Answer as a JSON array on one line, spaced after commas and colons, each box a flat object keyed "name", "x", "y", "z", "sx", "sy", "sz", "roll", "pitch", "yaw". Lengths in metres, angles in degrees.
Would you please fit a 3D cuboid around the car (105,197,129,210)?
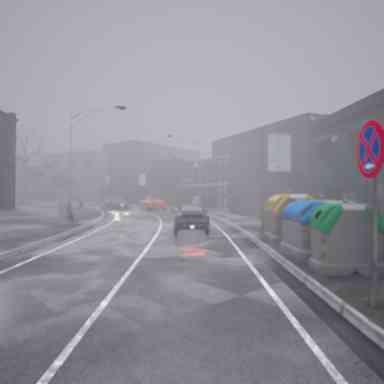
[{"name": "car", "x": -8.828, "y": 1.296, "z": 39.011, "sx": 2.128, "sy": 1.511, "sz": 4.902, "roll": 1, "pitch": 0, "yaw": -29}]

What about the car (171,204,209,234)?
[{"name": "car", "x": -0.106, "y": 1.430, "z": 18.606, "sx": 1.837, "sy": 1.490, "sz": 4.892, "roll": 0, "pitch": 0, "yaw": -3}]

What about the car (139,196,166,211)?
[{"name": "car", "x": -4.651, "y": 1.194, "z": 38.749, "sx": 2.097, "sy": 1.767, "sz": 4.553, "roll": 0, "pitch": 0, "yaw": -24}]
